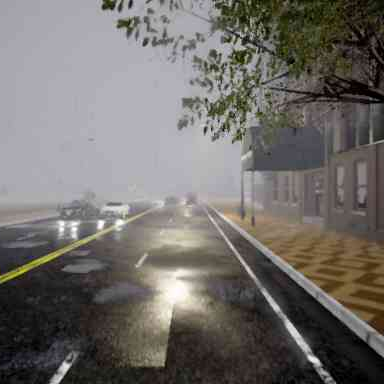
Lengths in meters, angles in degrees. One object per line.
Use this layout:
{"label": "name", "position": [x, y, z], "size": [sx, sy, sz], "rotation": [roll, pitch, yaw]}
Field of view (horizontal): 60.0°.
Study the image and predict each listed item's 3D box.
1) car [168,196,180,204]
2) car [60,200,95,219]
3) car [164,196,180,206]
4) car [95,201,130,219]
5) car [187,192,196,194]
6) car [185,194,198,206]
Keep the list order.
{"label": "car", "position": [-3.293, 1.437, 62.399], "size": [1.994, 1.385, 4.181], "rotation": [0, 0, 0]}
{"label": "car", "position": [-9.779, 1.439, 28.824], "size": [2.128, 1.511, 4.902], "rotation": [0, 0, 0]}
{"label": "car", "position": [-3.286, 1.386, 51.980], "size": [2.128, 1.511, 4.902], "rotation": [0, 0, 0]}
{"label": "car", "position": [-6.532, 1.471, 28.606], "size": [1.812, 1.442, 4.674], "rotation": [0, 0, 0]}
{"label": "car", "position": [-0.043, 1.091, 62.431], "size": [2.150, 2.045, 5.566], "rotation": [0, 0, 0]}
{"label": "car", "position": [-0.036, 1.418, 52.399], "size": [1.812, 1.442, 4.674], "rotation": [0, 0, 0]}
